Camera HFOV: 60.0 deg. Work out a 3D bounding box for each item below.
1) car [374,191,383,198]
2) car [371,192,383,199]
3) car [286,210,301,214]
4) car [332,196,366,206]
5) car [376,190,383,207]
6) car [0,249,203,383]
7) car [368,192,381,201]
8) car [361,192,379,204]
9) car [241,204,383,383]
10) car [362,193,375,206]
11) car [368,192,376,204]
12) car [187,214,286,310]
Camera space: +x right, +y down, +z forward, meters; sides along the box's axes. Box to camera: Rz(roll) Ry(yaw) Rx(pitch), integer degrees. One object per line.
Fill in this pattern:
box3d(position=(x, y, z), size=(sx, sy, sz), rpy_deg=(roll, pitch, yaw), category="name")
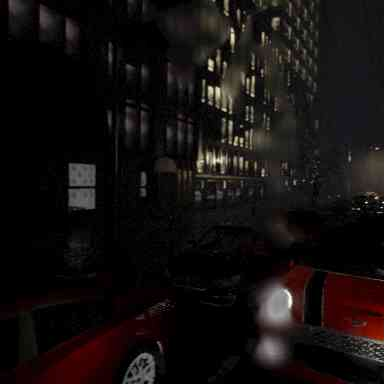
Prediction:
box3d(position=(42.550, 0.529, 75.275), size=(2.008, 1.369, 4.403), rpy_deg=(2, 1, 31), category="car")
box3d(position=(36.625, 0.666, 65.575), size=(1.947, 1.339, 4.313), rpy_deg=(2, 1, 31), category="car")
box3d(position=(4.040, 1.344, 12.222), size=(1.802, 1.307, 4.206), rpy_deg=(2, 1, 31), category="car")
box3d(position=(9.965, 1.194, 21.922), size=(2.008, 1.369, 4.403), rpy_deg=(2, 1, 31), category="car")
box3d(position=(19.388, 0.937, 32.163), size=(2.097, 1.767, 4.553), rpy_deg=(2, 2, 31), category="car")
box3d(position=(-1.884, 1.427, 2.520), size=(1.887, 1.381, 4.507), rpy_deg=(2, 1, 31), category="car")
box3d(position=(30.613, 0.749, 55.728), size=(1.752, 1.417, 4.829), rpy_deg=(2, 1, 31), category="car")
box3d(position=(24.778, 0.782, 46.171), size=(1.967, 1.590, 4.097), rpy_deg=(2, 1, 31), category="car")
box3d(position=(2.637, 1.271, 4.930), size=(2.097, 1.767, 4.553), rpy_deg=(2, 2, 31), category="car")
box3d(position=(15.889, 1.073, 31.622), size=(2.008, 1.369, 4.403), rpy_deg=(2, 1, 31), category="car")
box3d(position=(21.813, 0.984, 41.323), size=(1.802, 1.307, 4.206), rpy_deg=(2, 1, 31), category="car")
box3d(position=(1.078, 1.373, 7.371), size=(2.008, 1.369, 4.403), rpy_deg=(2, 1, 31), category="car")
